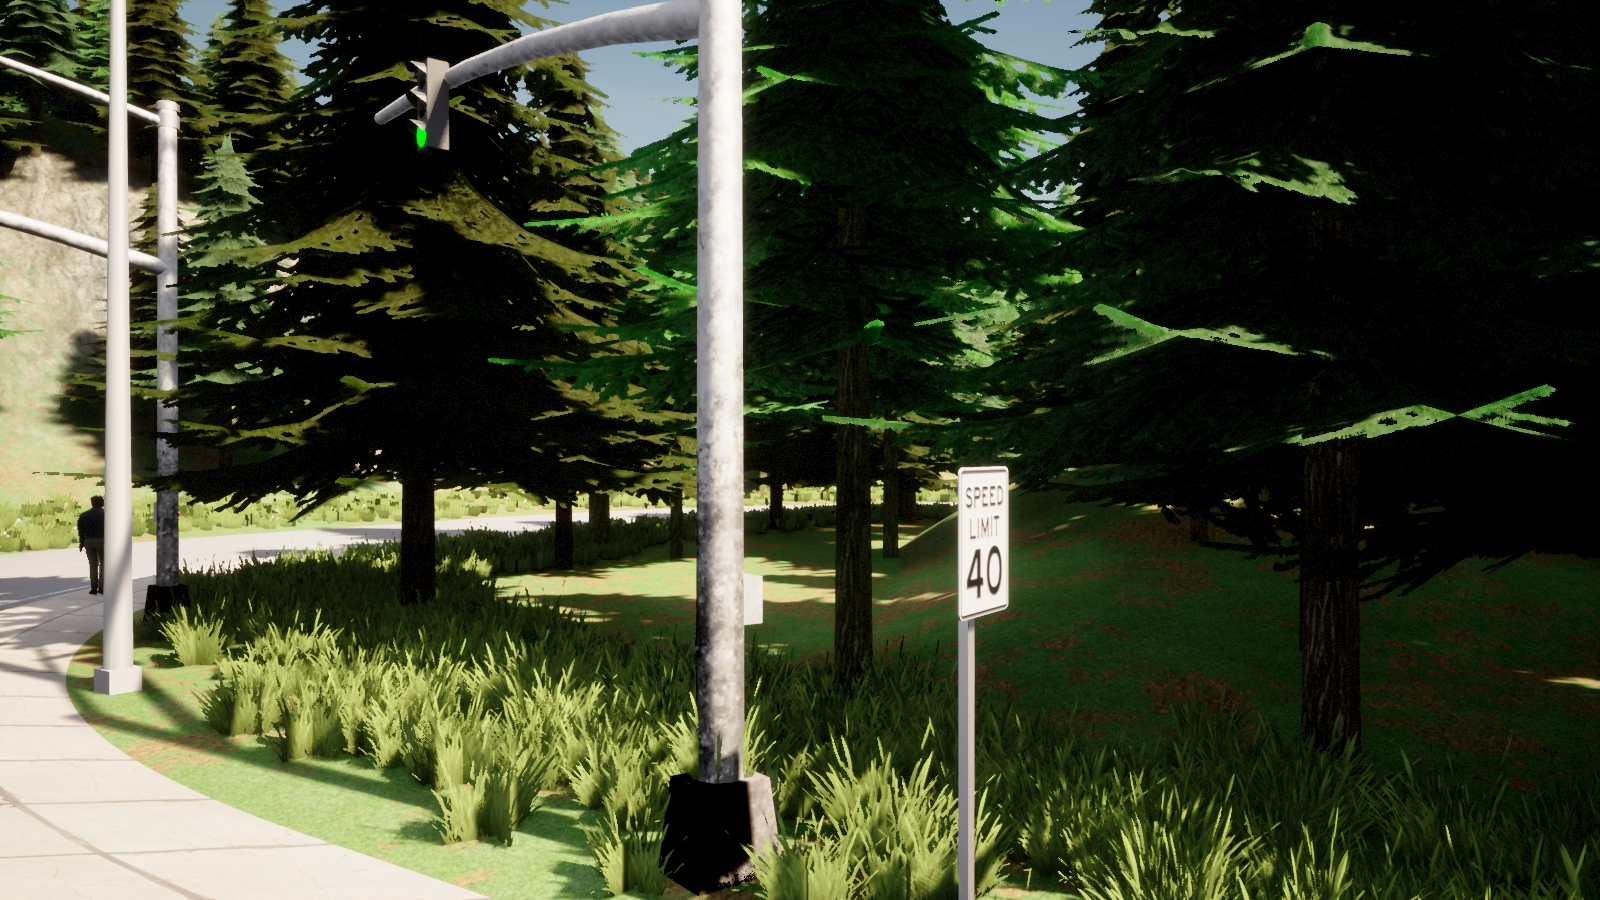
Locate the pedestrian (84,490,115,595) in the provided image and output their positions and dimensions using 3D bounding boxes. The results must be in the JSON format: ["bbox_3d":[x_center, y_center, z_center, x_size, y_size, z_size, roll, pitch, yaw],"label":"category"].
[{"bbox_3d":[-12.654,1.668,20.642,0.375,1.860,0.375,0,0,-12],"label":"pedestrian"}]

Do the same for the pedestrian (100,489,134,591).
[{"bbox_3d":[-12.698,1.668,21.242,0.375,1.860,0.375,0,0,14],"label":"pedestrian"}]
